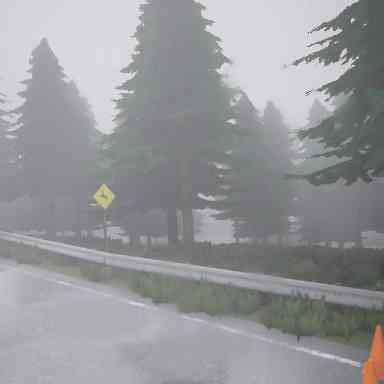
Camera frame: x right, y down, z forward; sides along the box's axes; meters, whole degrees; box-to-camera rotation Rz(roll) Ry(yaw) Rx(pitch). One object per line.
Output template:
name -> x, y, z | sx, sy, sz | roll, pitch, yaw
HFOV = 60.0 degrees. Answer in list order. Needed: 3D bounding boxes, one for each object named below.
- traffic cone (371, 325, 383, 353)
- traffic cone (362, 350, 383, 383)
traffic cone -> 2.322, 1.956, 4.131 | 0.340, 0.580, 0.340 | 0, 0, 34
traffic cone -> 1.773, 1.956, 3.298 | 0.340, 0.580, 0.340 | 0, 0, 34
